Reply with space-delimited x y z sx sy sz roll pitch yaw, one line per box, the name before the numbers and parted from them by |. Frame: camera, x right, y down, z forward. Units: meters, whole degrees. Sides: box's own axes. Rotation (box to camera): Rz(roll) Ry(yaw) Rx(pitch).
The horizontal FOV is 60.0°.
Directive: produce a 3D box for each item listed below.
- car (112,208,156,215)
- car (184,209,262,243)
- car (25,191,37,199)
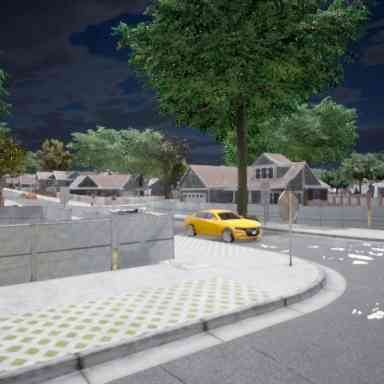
car | -4.683 1.929 26.730 1.895 1.301 4.718 0 0 -35
car | 1.523 1.710 17.876 1.882 1.535 5.008 0 -1 -35
car | -39.415 0.705 81.126 2.097 1.767 4.553 0 2 -35
